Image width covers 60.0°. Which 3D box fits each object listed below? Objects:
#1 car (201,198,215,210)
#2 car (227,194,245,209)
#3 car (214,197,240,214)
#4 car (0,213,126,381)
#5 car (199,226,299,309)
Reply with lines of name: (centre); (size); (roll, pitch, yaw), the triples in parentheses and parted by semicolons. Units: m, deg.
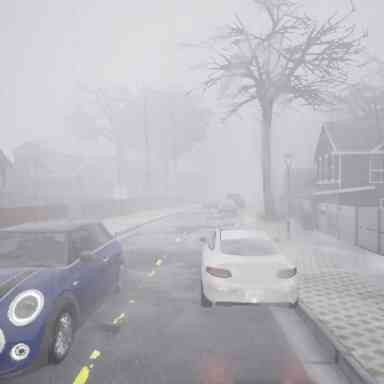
car: (2.535, 1.522, 42.334); (1.812, 1.442, 4.674); (0, 0, 14)
car: (5.946, 1.229, 45.254); (2.150, 2.045, 5.566); (0, 0, 15)
car: (3.813, 1.527, 35.419); (1.812, 1.442, 4.674); (0, 0, 12)
car: (-2.651, 1.349, 5.821); (2.097, 1.767, 4.553); (0, 0, 3)
car: (1.146, 1.525, 7.787); (1.812, 1.442, 4.674); (0, 0, 3)
